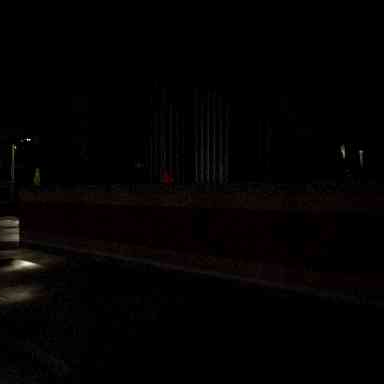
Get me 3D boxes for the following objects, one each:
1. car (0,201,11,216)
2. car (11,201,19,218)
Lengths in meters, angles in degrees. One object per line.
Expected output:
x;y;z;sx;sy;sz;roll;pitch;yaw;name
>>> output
-16.407;1.547;29.086;2.128;1.511;4.902;0;0;37;car
-12.249;1.603;28.808;2.033;1.411;5.357;0;0;37;car
